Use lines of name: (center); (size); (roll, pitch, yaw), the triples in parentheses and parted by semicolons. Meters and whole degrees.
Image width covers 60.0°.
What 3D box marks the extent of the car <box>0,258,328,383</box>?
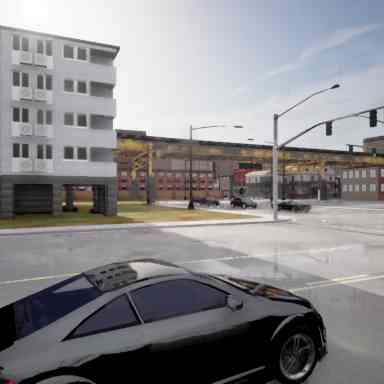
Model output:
car: (-0.331, 1.564, 4.088); (4.181, 1.385, 1.994); (0, 0, -30)

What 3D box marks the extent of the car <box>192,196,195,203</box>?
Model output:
car: (0.775, 1.547, 65.799); (2.033, 1.411, 5.357); (0, 0, 3)

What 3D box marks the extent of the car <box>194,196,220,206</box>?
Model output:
car: (2.735, 1.547, 55.310); (2.033, 1.411, 5.357); (0, 0, -21)

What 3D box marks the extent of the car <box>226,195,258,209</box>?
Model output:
car: (7.079, 1.505, 45.771); (1.837, 1.490, 4.892); (0, 0, -25)

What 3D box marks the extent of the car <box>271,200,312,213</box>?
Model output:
car: (11.095, 1.601, 37.298); (1.895, 1.301, 4.718); (0, 0, -26)
